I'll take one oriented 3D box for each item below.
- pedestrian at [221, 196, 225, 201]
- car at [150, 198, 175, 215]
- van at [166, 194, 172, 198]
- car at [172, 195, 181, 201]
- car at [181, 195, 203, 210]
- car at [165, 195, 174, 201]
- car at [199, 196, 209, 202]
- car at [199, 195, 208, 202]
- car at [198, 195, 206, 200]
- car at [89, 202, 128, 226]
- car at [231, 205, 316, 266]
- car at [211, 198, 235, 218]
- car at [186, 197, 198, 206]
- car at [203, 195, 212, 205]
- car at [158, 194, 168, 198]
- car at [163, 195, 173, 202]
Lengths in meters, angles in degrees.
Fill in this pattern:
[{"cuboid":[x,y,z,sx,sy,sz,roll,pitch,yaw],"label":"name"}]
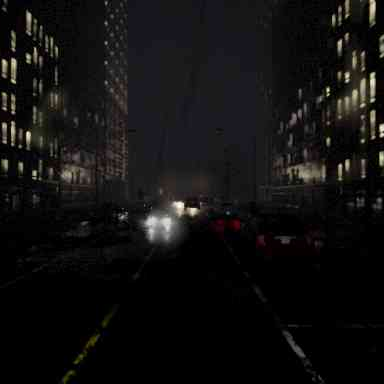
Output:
[{"cuboid":[3.001,1.305,32.679,0.375,1.860,0.375,0,0,-2],"label":"pedestrian"},{"cuboid":[-3.097,1.611,33.682,1.895,1.301,4.718,0,0,0],"label":"car"},{"cuboid":[-5.682,1.354,68.439,1.690,1.788,3.998,0,0,0],"label":"van"},{"cuboid":[-2.997,1.441,74.879,1.812,1.442,4.674,0,0,0],"label":"car"},{"cuboid":[0.018,1.364,44.031,2.097,1.767,4.553,0,0,0],"label":"car"},{"cuboid":[-5.683,1.563,85.515,2.008,1.369,4.403,0,0,0],"label":"car"},{"cuboid":[2.697,1.564,74.114,2.008,1.369,4.403,0,0,0],"label":"car"},{"cuboid":[2.698,1.558,79.806,1.887,1.381,4.507,0,0,0],"label":"car"},{"cuboid":[2.698,1.563,91.190,2.008,1.369,4.403,0,0,0],"label":"car"},{"cuboid":[-5.685,1.449,22.901,1.967,1.590,4.097,0,0,0],"label":"car"},{"cuboid":[2.695,1.446,11.502,1.967,1.590,4.097,0,0,0],"label":"car"},{"cuboid":[3.001,1.536,29.838,1.812,1.442,4.674,0,0,0],"label":"car"},{"cuboid":[0.003,1.614,57.063,1.895,1.301,4.718,0,0,0],"label":"car"},{"cuboid":[2.697,1.454,57.038,1.967,1.590,4.097,0,0,0],"label":"car"},{"cuboid":[-5.684,1.539,56.884,1.752,1.417,4.829,0,0,0],"label":"car"},{"cuboid":[-5.682,1.453,79.823,1.967,1.590,4.097,0,0,0],"label":"car"}]
